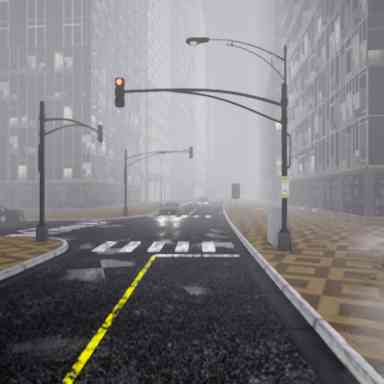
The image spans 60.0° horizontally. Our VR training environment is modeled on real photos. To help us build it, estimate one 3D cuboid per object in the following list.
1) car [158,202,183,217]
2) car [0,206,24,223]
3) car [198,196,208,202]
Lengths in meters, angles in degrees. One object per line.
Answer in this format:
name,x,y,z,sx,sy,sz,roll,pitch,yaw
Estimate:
car,-1.904,1.612,31.129,1.994,1.385,4.181,0,1,4
car,-16.470,1.869,28.161,4.403,1.369,2.008,-1,1,10
car,2.442,1.540,71.775,1.895,1.301,4.718,0,0,8
